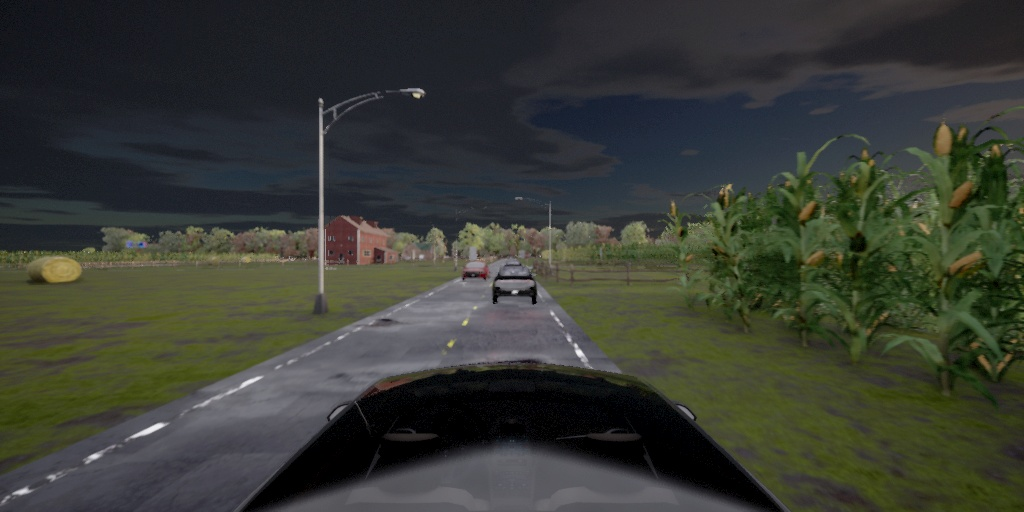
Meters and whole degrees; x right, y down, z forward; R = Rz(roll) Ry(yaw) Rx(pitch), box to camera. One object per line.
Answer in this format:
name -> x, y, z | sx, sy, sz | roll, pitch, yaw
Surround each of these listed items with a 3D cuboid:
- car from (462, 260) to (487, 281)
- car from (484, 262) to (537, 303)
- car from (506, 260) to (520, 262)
car -> -2.832, 1.126, 28.687 | 1.882, 1.535, 5.008 | 0, 0, 0
car -> 0.099, 1.184, 16.167 | 2.128, 1.511, 4.902 | 0, 0, 0
car -> 0.094, 1.124, 33.076 | 2.128, 1.511, 4.902 | 0, 0, 0
